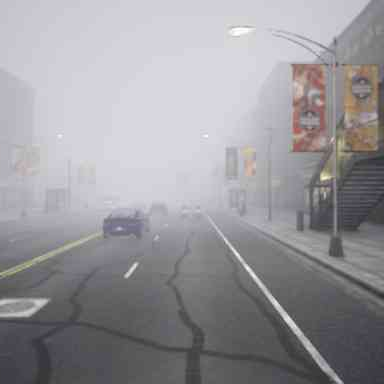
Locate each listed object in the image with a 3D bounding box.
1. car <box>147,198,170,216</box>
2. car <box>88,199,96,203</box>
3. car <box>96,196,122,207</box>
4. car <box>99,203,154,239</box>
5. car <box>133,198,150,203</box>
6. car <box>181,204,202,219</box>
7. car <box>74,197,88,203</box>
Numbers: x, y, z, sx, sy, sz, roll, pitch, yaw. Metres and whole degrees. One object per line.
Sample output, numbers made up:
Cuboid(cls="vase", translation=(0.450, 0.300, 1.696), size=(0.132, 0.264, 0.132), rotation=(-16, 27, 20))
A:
Cuboid(cls="car", translation=(-3.602, 1.781, 36.715), size=(1.837, 1.490, 4.892), rotation=(0, 0, 0))
Cuboid(cls="car", translation=(-24.451, 2.273, 88.371), size=(4.718, 1.301, 1.895), rotation=(0, 0, 29))
Cuboid(cls="car", translation=(-10.878, 1.567, 44.900), size=(2.150, 2.045, 5.566), rotation=(0, -1, -1))
Cuboid(cls="car", translation=(-3.497, 1.618, 18.411), size=(1.882, 1.535, 5.008), rotation=(0, 0, 0))
Cuboid(cls="car", translation=(-7.449, 1.901, 46.950), size=(2.033, 1.411, 5.357), rotation=(0, 0, -2))
Cuboid(cls="car", translation=(-0.072, 1.833, 31.488), size=(1.895, 1.301, 4.718), rotation=(0, 0, 0))
Cuboid(cls="car", translation=(-29.767, 2.220, 90.512), size=(4.674, 1.452, 2.002), rotation=(0, 0, 19))
